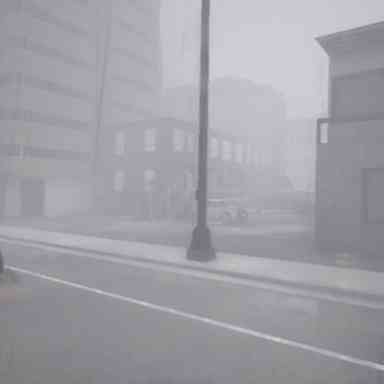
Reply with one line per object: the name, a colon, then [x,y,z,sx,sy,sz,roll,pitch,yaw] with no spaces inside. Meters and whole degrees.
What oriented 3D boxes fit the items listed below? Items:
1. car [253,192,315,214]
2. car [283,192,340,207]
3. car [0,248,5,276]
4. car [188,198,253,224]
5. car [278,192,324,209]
car: [7.304,0.910,27.702,5.027,1.636,2.152,1,1,36]
car: [12.693,0.777,35.528,5.357,1.415,2.033,1,0,36]
car: [-6.886,1.599,8.979,4.181,1.385,1.994,0,0,36]
car: [1.671,1.236,21.784,3.806,1.475,1.970,0,0,36]
car: [10.837,0.776,33.168,3.988,1.617,1.851,0,0,36]
